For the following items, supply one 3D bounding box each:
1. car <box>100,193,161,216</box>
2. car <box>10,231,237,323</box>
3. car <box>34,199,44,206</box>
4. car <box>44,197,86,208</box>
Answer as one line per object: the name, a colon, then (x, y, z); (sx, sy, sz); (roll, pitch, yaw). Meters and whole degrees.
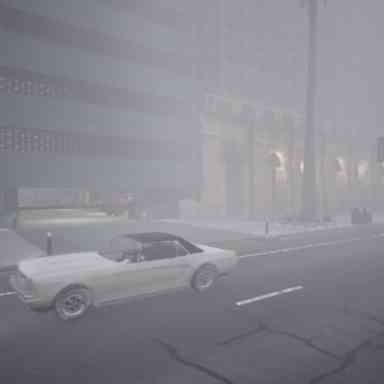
car: (-5.504, 1.070, 30.510); (5.566, 2.045, 2.435); (0, 0, -36)
car: (-1.320, 1.611, 7.362); (4.718, 1.301, 1.895); (0, 0, -36)
car: (-23.413, 1.492, 54.705); (4.786, 1.482, 2.161); (0, 0, -36)
car: (-16.979, 1.527, 45.043); (4.718, 1.301, 1.895); (0, 0, -36)
